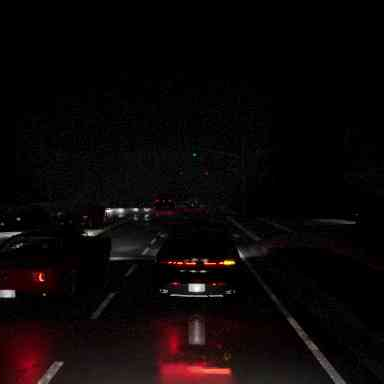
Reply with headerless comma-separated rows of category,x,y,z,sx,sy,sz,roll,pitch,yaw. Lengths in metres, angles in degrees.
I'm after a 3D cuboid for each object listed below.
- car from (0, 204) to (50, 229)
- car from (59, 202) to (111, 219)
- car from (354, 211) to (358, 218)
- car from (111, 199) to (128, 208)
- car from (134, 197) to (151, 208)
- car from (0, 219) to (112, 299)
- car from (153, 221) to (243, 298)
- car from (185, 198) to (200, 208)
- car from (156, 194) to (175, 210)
car,-10.604,1.525,20.953,1.812,1.442,4.674,0,0,0
car,-7.119,1.477,22.030,1.882,1.535,5.008,0,0,0
car,14.839,1.466,25.101,4.892,1.490,1.837,0,0,-1
car,-10.566,1.601,47.785,1.895,1.301,4.718,0,0,0
car,-7.066,1.507,47.813,1.837,1.490,4.892,0,-1,0
car,-3.420,1.601,8.395,1.895,1.301,4.718,0,0,0
car,0.188,1.505,8.510,1.837,1.490,4.892,0,0,2
car,0.073,1.526,47.569,1.812,1.442,4.674,0,0,1
car,-3.435,1.222,43.210,2.150,2.045,5.566,0,0,0
